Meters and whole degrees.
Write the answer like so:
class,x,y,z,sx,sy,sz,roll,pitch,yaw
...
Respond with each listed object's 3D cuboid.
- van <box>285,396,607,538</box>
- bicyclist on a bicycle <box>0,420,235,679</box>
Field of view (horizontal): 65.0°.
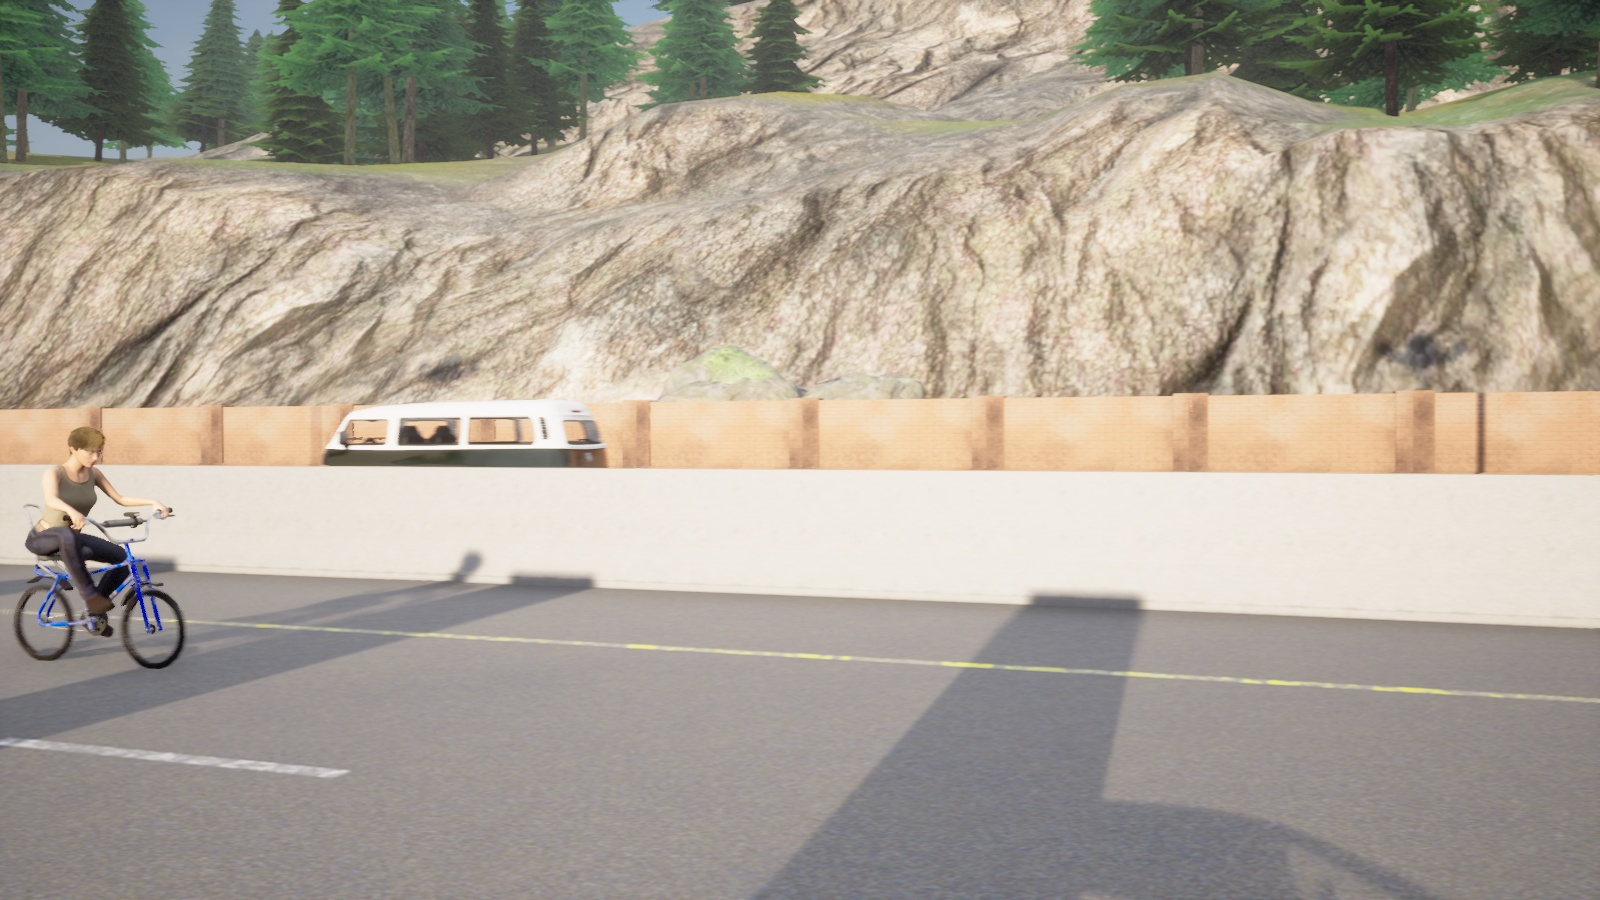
class,x,y,z,sx,sy,sz,roll,pitch,yaw
van,-5.530,0.211,19.768,4.480,2.038,2.069,1,1,18
bicyclist on a bicycle,-4.740,0.609,8.461,1.509,1.612,0.866,1,1,19
